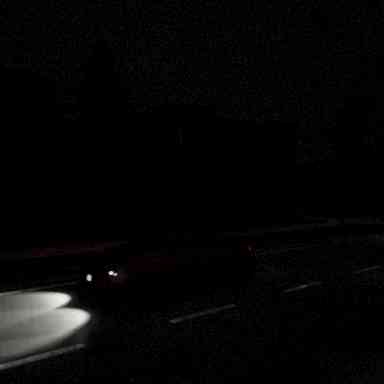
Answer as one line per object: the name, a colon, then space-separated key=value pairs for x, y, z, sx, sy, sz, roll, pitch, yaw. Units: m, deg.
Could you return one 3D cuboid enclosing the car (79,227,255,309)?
car: x=-0.470 y=1.571 z=7.946 sx=4.181 sy=1.385 sz=1.994 roll=0 pitch=0 yaw=-35
